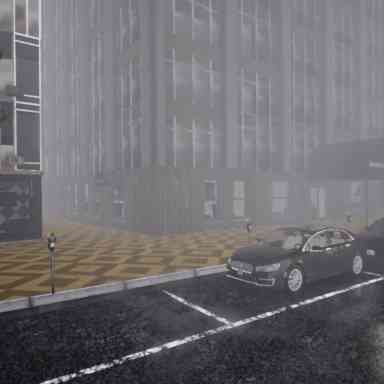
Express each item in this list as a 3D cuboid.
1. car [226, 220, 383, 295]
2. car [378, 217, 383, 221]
[{"bbox_3d":[2.838,1.549,8.620,4.403,1.369,2.008,0,-1,-36],"label":"car"},{"bbox_3d":[7.456,1.563,11.934,4.313,1.339,1.947,0,-1,-36],"label":"car"}]
